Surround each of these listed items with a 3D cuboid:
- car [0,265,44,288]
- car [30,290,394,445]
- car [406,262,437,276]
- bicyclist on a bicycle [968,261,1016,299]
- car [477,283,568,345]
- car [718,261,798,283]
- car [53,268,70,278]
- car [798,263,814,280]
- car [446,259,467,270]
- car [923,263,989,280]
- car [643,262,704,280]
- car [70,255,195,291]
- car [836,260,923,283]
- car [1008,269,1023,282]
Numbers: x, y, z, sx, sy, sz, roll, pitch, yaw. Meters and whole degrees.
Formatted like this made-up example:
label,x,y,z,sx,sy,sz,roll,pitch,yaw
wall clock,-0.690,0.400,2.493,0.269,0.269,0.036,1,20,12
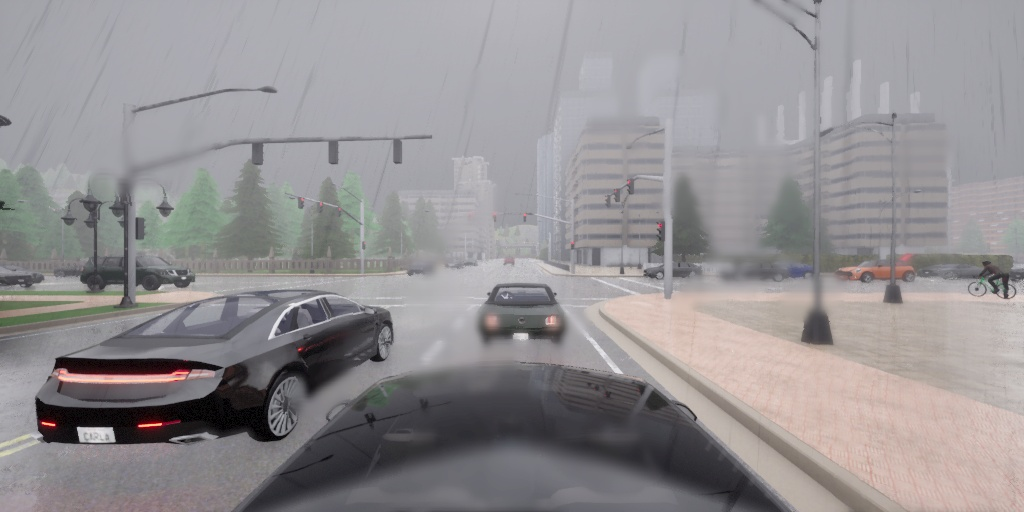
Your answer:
label,x,y,z,sx,sy,sz,roll,pitch,yaw
car,-32.415,1.228,21.939,5.008,1.535,1.882,0,0,2
car,-3.330,1.242,5.343,2.128,1.511,4.902,0,0,1
car,-9.132,1.297,36.857,2.033,1.411,5.357,0,0,2
bicyclist on a bicycle,21.181,1.051,15.859,0.582,1.620,1.656,0,0,2
car,0.263,1.351,9.494,1.895,1.301,4.718,0,0,1
car,18.483,1.255,27.438,4.892,1.490,1.837,0,0,2
car,-38.776,1.351,32.825,4.718,1.301,1.895,0,0,2
car,23.309,1.228,30.780,5.008,1.535,1.882,0,0,2
car,-8.544,1.243,53.621,2.128,1.511,4.902,0,0,2
car,37.202,1.314,30.314,4.181,1.385,1.994,0,0,1
car,13.962,1.255,31.089,4.892,1.490,1.837,0,0,2
car,-22.429,0.971,21.581,5.566,2.045,2.150,0,0,2
car,27.416,1.102,27.140,4.553,1.767,2.097,0,0,2
car,40.312,1.228,26.695,5.008,1.535,1.882,0,0,2
